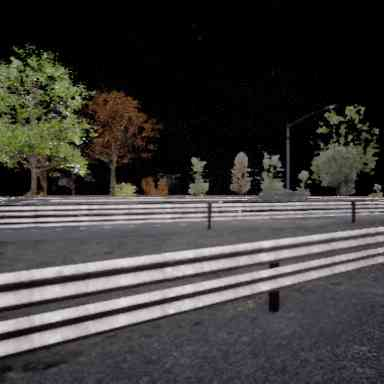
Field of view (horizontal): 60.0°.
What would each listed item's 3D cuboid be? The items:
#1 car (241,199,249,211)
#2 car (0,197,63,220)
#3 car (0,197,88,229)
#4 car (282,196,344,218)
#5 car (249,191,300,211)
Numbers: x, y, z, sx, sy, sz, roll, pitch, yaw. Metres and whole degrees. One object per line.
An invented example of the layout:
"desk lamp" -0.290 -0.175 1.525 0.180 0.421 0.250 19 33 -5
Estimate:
"car" 6.630 1.255 32.376 5.357 1.411 2.033 0 0 -23
"car" -12.061 1.153 24.243 4.892 1.490 1.837 0 0 -24
"car" -8.165 1.187 18.318 4.674 1.442 1.812 0 0 -24
"car" 9.767 1.232 26.083 4.674 1.442 1.812 0 0 -23
"car" 8.220 0.925 29.251 5.566 2.045 2.150 0 0 -23
